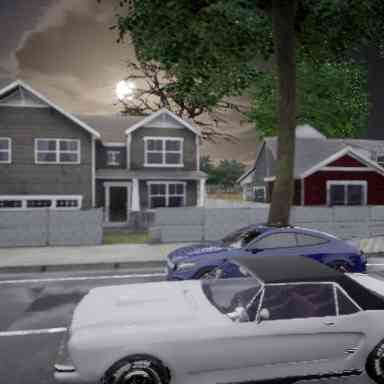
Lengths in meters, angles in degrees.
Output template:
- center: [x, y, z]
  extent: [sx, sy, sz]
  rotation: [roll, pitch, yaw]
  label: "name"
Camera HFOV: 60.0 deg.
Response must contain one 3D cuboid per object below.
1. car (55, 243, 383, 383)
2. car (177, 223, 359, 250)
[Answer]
- center: [0.810, 1.584, 4.378]
  extent: [4.718, 1.301, 1.895]
  rotation: [0, 0, -10]
  label: "car"
- center: [1.738, 1.496, 7.851]
  extent: [4.674, 1.442, 1.812]
  rotation: [0, 0, -10]
  label: "car"
